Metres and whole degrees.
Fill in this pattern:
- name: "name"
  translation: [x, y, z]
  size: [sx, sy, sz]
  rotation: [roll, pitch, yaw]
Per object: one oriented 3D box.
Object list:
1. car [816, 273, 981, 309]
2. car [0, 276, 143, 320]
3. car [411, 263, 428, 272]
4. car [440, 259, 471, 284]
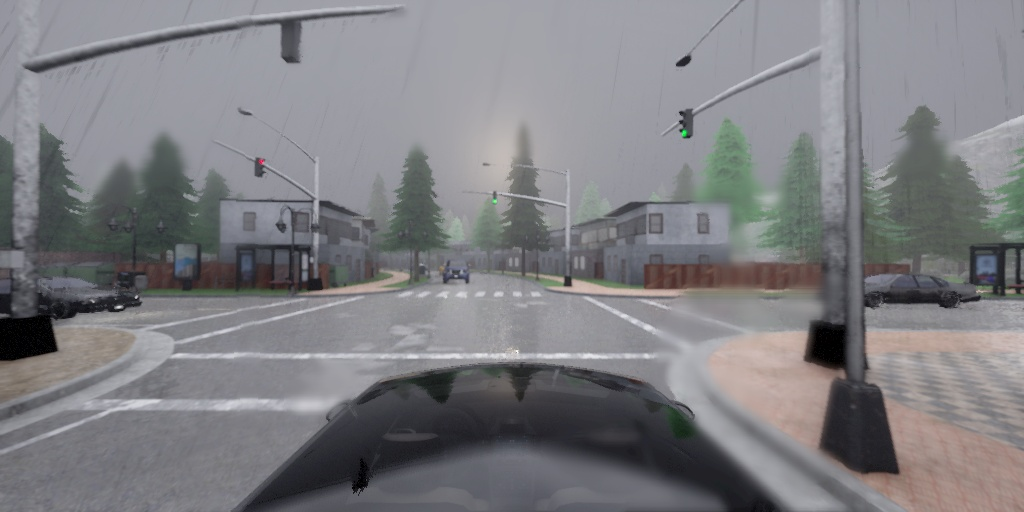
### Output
- name: "car"
  translation: [16.400, 1.449, 15.354]
  size: [5.357, 1.411, 2.033]
  rotation: [0, -1, 2]
- name: "car"
  translation: [-16.521, 1.415, 12.736]
  size: [5.357, 1.411, 2.033]
  rotation: [0, -1, 2]
- name: "car"
  translation: [-15.676, 1.970, 60.700]
  size: [1.812, 1.442, 4.674]
  rotation: [1, -1, -36]
- name: "car"
  translation: [-4.856, 1.301, 31.629]
  size: [2.150, 2.045, 5.566]
  rotation: [0, -1, -7]
